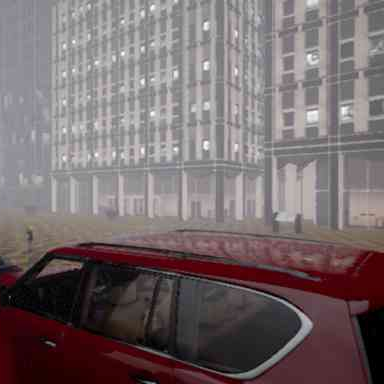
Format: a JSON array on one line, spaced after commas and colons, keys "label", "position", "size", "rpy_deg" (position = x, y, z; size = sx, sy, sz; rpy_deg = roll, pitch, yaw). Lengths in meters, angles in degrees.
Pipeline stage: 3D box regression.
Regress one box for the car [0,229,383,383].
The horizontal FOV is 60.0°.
[{"label": "car", "position": [-0.465, 1.310, 3.209], "size": [5.009, 1.841, 2.192], "rpy_deg": [0, 0, 35]}]
